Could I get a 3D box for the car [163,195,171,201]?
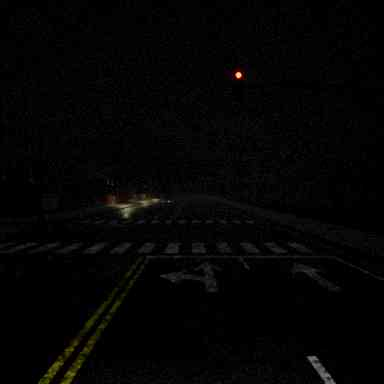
[{"bbox_3d":[-6.344,1.488,84.206,2.033,1.411,5.357,0,0,0],"label":"car"}]
